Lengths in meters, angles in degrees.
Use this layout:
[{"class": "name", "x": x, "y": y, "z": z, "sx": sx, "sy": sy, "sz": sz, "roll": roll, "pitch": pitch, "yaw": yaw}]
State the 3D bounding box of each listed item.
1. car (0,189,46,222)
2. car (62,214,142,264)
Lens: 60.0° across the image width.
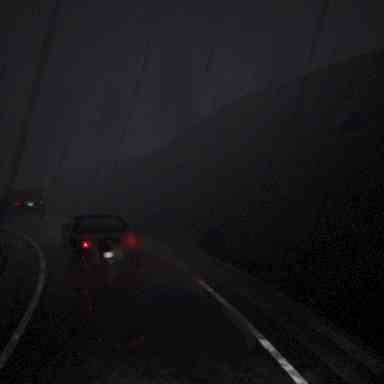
[{"class": "car", "x": -11.883, "y": 0.833, "z": 22.976, "sx": 2.150, "sy": 2.045, "sz": 5.566, "roll": -1, "pitch": 2, "yaw": -40}, {"class": "car", "x": -3.228, "y": 1.398, "z": 11.134, "sx": 1.895, "sy": 1.301, "sz": 4.718, "roll": -1, "pitch": 1, "yaw": -25}]
